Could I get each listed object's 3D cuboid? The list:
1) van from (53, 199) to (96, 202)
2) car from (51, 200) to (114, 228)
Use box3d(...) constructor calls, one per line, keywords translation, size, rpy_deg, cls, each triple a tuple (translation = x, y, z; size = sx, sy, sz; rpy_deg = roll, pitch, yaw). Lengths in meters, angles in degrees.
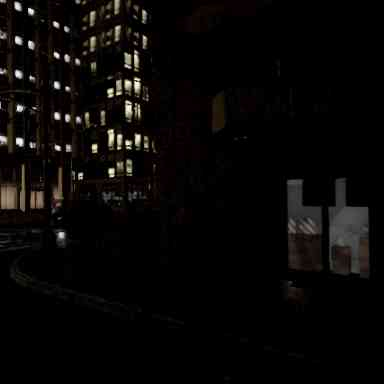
box3d(translation=(-8.935, 1.445, 25.580), size=(1.690, 1.788, 3.998), rpy_deg=(-1, -1, 36), cls="van")
box3d(translation=(-7.595, 1.554, 23.040), size=(1.837, 1.490, 4.892), rpy_deg=(-1, 0, 33), cls="car")
